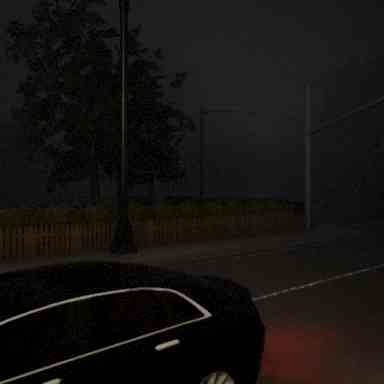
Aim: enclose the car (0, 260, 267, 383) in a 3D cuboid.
[{"bbox_3d":[-1.454,1.504,2.941,4.892,1.490,1.837,0,0,-35],"label":"car"}]
